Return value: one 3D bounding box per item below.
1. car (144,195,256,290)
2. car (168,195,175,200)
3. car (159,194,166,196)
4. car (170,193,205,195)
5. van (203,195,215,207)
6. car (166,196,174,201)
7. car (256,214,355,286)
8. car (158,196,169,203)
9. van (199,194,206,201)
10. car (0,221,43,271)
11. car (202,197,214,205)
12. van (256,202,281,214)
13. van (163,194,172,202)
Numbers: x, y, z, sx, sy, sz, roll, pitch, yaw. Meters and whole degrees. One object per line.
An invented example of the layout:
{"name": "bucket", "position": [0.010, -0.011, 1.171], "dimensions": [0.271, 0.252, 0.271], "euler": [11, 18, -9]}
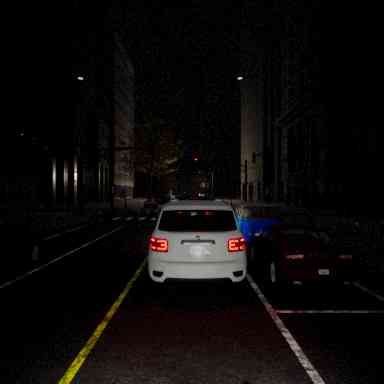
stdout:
{"name": "car", "position": [0.102, 1.223, 9.198], "dimensions": [2.150, 2.045, 5.566], "euler": [0, 0, 0]}
{"name": "car", "position": [-5.835, 1.613, 94.763], "dimensions": [1.752, 1.417, 4.829], "euler": [0, 0, 0]}
{"name": "car", "position": [-5.806, 1.580, 57.910], "dimensions": [1.887, 1.381, 4.507], "euler": [0, 0, 0]}
{"name": "car", "position": [0.084, 1.227, 19.559], "dimensions": [2.150, 2.045, 5.566], "euler": [0, 0, 0]}
{"name": "van", "position": [2.724, 1.371, 52.735], "dimensions": [1.690, 1.788, 3.998], "euler": [0, 0, 0]}
{"name": "car", "position": [-5.831, 1.645, 89.643], "dimensions": [1.947, 1.339, 4.313], "euler": [0, 0, 0]}
{"name": "car", "position": [2.771, 1.546, 9.225], "dimensions": [1.887, 1.381, 4.507], "euler": [0, 0, 0]}
{"name": "car", "position": [-5.814, 1.599, 68.488], "dimensions": [2.008, 1.369, 4.403], "euler": [0, 0, 0]}
{"name": "van", "position": [2.699, 1.414, 85.214], "dimensions": [1.690, 1.788, 3.998], "euler": [0, 0, 0]}
{"name": "car", "position": [-5.784, 1.546, 9.237], "dimensions": [1.887, 1.381, 4.507], "euler": [0, 0, 0]}
{"name": "car", "position": [2.719, 1.601, 58.148], "dimensions": [1.947, 1.339, 4.313], "euler": [0, 0, 0]}
{"name": "van", "position": [2.768, 1.344, 14.750], "dimensions": [1.690, 1.788, 3.998], "euler": [0, 0, 0]}
{"name": "van", "position": [-5.822, 1.404, 79.066], "dimensions": [1.690, 1.788, 3.998], "euler": [0, 0, 0]}
